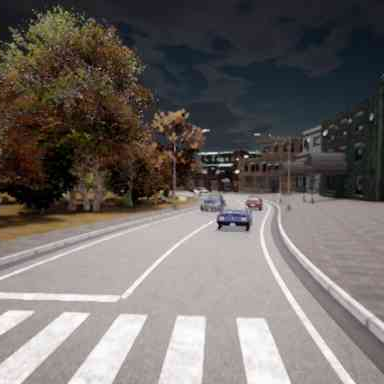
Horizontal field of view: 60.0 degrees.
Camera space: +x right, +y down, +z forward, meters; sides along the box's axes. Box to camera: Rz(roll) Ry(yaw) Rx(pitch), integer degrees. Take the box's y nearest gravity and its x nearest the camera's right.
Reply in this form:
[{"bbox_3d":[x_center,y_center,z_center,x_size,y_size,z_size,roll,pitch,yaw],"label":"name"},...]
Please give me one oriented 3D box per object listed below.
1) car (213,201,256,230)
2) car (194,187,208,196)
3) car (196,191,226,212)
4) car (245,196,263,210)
[{"bbox_3d":[2.741,1.510,20.631,1.895,1.301,4.718,1,1,12],"label":"car"},{"bbox_3d":[2.209,-0.033,75.166,2.150,2.045,5.566,-1,2,-19],"label":"car"},{"bbox_3d":[2.227,1.062,33.965,2.097,1.767,4.553,1,1,14],"label":"car"},{"bbox_3d":[7.078,1.230,37.996,1.812,1.442,4.674,1,1,13],"label":"car"}]
